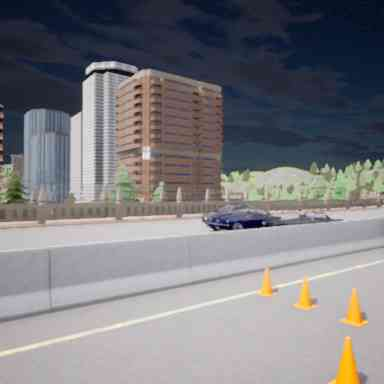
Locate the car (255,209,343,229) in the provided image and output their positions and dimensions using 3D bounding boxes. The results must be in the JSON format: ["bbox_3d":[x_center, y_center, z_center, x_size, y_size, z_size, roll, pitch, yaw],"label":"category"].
[{"bbox_3d":[5.741,1.680,17.244,4.718,1.301,1.895,0,0,-36],"label":"car"}]

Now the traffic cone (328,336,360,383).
[{"bbox_3d":[1.811,1.976,3.855,0.340,0.580,0.340,0,0,-36],"label":"traffic cone"}]

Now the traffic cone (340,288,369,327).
[{"bbox_3d":[2.853,1.986,5.833,0.340,0.580,0.340,0,0,-36],"label":"traffic cone"}]

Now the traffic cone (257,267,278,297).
[{"bbox_3d":[1.687,1.989,7.458,0.340,0.580,0.340,0,0,-36],"label":"traffic cone"}]

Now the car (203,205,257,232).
[{"bbox_3d":[3.228,1.682,19.750,4.718,1.301,1.895,0,0,-36],"label":"car"}]

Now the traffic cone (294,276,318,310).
[{"bbox_3d":[2.270,1.987,6.646,0.340,0.580,0.340,0,0,-36],"label":"traffic cone"}]

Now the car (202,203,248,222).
[{"bbox_3d":[2.912,1.600,23.830,4.892,1.490,1.837,0,0,-36],"label":"car"}]
